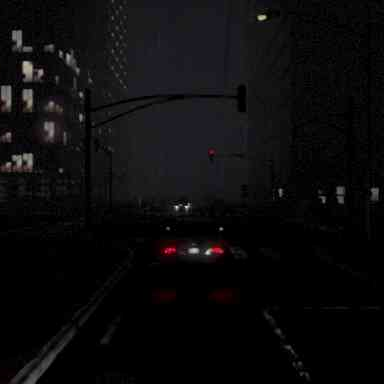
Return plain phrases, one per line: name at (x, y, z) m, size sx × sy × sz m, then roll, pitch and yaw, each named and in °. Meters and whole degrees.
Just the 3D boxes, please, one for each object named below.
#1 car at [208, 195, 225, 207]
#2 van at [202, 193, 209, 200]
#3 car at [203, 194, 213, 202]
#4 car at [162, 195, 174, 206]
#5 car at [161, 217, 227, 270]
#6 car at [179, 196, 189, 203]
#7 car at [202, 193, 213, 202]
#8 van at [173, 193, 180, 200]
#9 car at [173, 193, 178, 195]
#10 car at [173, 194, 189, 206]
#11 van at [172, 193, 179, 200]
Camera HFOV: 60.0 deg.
car at (3.871, 1.543, 49.589) m, size 1.947 × 1.339 × 4.313 m, roll 0°, pitch 0°, yaw 0°
van at (3.608, 1.257, 88.281) m, size 1.690 × 1.788 × 3.998 m, roll 0°, pitch 0°, yaw 0°
car at (3.669, 1.376, 77.226) m, size 1.967 × 1.590 × 4.097 m, roll 0°, pitch 0°, yaw 0°
car at (-4.089, 1.552, 55.072) m, size 1.802 × 1.307 × 4.206 m, roll 0°, pitch 0°, yaw 0°
car at (0.086, 1.541, 10.908) m, size 2.033 × 1.411 × 5.357 m, roll 0°, pitch 0°, yaw 1°
car at (-1.601, 1.545, 69.067) m, size 1.895 × 1.301 × 4.718 m, roll 0°, pitch 0°, yaw 0°
car at (3.700, 1.261, 71.697) m, size 2.192 × 1.841 × 5.009 m, roll 0°, pitch 0°, yaw 0°
van at (-4.302, 1.246, 93.764) m, size 1.690 × 1.788 × 3.998 m, roll 0°, pitch 0°, yaw 0°
car at (-4.180, 1.511, 71.654) m, size 1.947 × 1.339 × 4.313 m, roll 0°, pitch 0°, yaw 0°
car at (-1.587, 1.449, 53.710) m, size 1.882 × 1.535 × 5.008 m, roll 0°, pitch 0°, yaw 0°
van at (-4.272, 1.256, 88.237) m, size 1.690 × 1.788 × 3.998 m, roll 0°, pitch 0°, yaw 0°
